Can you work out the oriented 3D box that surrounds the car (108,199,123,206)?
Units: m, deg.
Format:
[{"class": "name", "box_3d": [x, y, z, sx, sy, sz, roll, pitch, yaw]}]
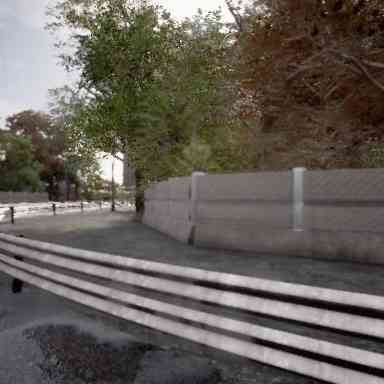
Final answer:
[{"class": "car", "box_3d": [-18.304, 2.622, 78.737, 1.895, 1.301, 4.718, 0, -1, 0]}]

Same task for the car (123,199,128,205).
[{"class": "car", "box_3d": [-18.389, 2.700, 88.640, 2.097, 1.767, 4.553, 0, -2, 0]}]
